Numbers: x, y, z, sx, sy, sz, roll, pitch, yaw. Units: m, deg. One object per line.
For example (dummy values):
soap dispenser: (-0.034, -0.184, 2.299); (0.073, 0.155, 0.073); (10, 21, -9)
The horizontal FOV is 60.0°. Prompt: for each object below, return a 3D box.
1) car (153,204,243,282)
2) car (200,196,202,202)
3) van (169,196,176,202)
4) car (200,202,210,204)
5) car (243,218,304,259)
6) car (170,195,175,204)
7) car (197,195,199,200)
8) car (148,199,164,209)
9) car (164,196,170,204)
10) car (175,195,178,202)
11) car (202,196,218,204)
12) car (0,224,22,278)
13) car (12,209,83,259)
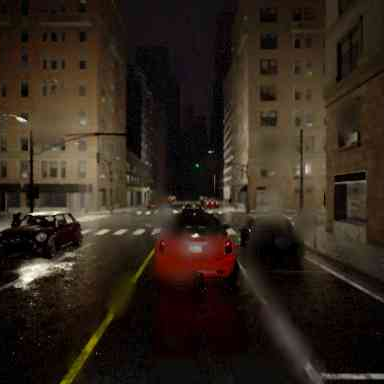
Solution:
car: (0.093, 1.397, 10.058); (2.097, 1.767, 4.553); (0, 0, 0)
car: (2.947, 1.874, 60.503); (2.008, 1.369, 4.403); (0, 0, 0)
van: (-5.501, 1.918, 92.973); (1.690, 1.788, 3.998); (0, -1, 0)
car: (0.108, 1.683, 24.762); (1.994, 1.385, 4.181); (0, 0, 0)
car: (2.863, 1.623, 12.596); (1.947, 1.339, 4.313); (0, 0, 0)
car: (-5.540, 1.965, 76.576); (1.752, 1.417, 4.829); (0, 0, 0)
car: (2.998, 1.924, 82.139); (1.967, 1.590, 4.097); (0, 0, 0)
car: (-5.605, 1.838, 49.704); (1.802, 1.307, 4.206); (0, 0, 0)
car: (-5.578, 1.875, 60.521); (2.008, 1.369, 4.403); (0, 0, 0)
car: (-5.514, 1.844, 87.565); (2.192, 1.841, 5.009); (0, 0, 0)
car: (2.920, 1.696, 49.686); (1.967, 1.590, 4.097); (0, 0, 0)
car: (-5.666, 1.614, 7.100); (1.802, 1.307, 4.206); (0, 0, 0)
car: (-5.663, 1.497, 12.602); (1.967, 1.590, 4.097); (0, 0, 0)
